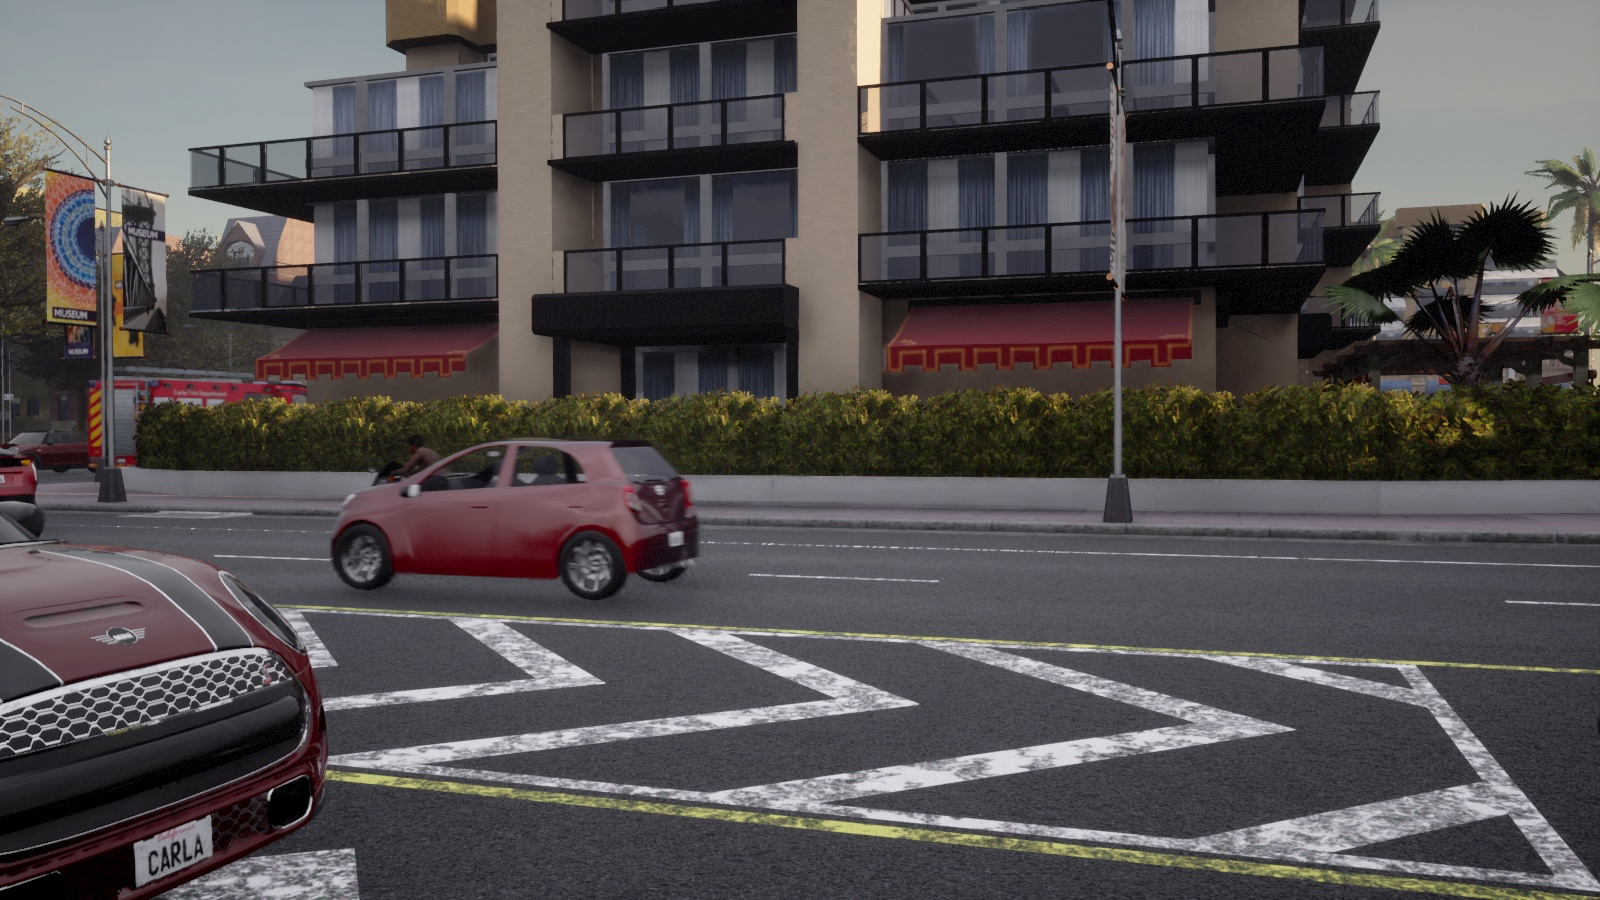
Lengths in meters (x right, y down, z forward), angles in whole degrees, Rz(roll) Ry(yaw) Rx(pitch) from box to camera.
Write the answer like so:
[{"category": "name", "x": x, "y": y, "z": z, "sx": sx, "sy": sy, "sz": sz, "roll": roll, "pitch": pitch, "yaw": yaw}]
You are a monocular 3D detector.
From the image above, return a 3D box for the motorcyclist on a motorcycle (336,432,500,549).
[{"category": "motorcyclist on a motorcycle", "x": -5.179, "y": 0.516, "z": 17.039, "sx": 2.044, "sy": 1.523, "sz": 0.797, "roll": 1, "pitch": 1, "yaw": 19}]

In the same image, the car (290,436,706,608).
[{"category": "car", "x": -2.981, "y": 0.627, "z": 12.608, "sx": 3.633, "sy": 1.501, "sz": 1.845, "roll": 1, "pitch": 1, "yaw": 19}]

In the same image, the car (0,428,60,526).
[{"category": "car", "x": -14.469, "y": 0.397, "z": 20.129, "sx": 4.514, "sy": 1.525, "sz": 2.007, "roll": 1, "pitch": 1, "yaw": 19}]

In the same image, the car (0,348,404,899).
[{"category": "car", "x": -4.001, "y": 0.598, "z": 4.509, "sx": 4.553, "sy": 1.767, "sz": 2.097, "roll": 0, "pitch": 1, "yaw": 19}]

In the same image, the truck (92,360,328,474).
[{"category": "truck", "x": -21.545, "y": -1.165, "z": 46.583, "sx": 2.891, "sy": 3.827, "sz": 8.468, "roll": 1, "pitch": 1, "yaw": 18}]

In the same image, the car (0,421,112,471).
[{"category": "car", "x": -28.661, "y": -0.181, "z": 47.385, "sx": 2.097, "sy": 1.767, "sz": 4.553, "roll": 1, "pitch": 1, "yaw": 18}]
